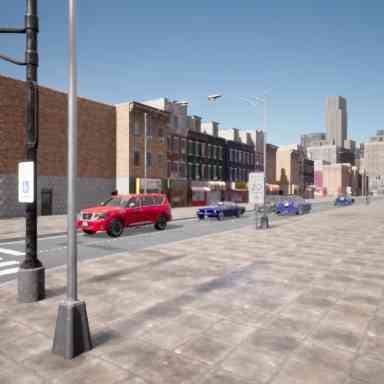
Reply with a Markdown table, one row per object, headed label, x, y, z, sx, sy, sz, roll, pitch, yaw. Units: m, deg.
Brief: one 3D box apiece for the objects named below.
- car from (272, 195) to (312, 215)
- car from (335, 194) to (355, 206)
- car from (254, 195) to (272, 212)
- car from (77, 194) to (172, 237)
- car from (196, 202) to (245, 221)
| label | x | y | z | sx | sy | sz | roll | pitch | yaw |
| --- | --- | --- | --- | --- | --- | --- | --- | --- | --- |
| car | 9.542 | 1.153 | 30.865 | 2.097 | 1.767 | 4.553 | 0 | 0 | 35 |
| car | 22.828 | 1.071 | 49.519 | 2.097 | 1.767 | 4.553 | 0 | 0 | 35 |
| car | 8.087 | 1.140 | 33.885 | 2.097 | 1.767 | 4.553 | 0 | 0 | 36 |
| car | -3.394 | 1.118 | 17.779 | 2.150 | 2.045 | 5.566 | 0 | 0 | 35 |
| car | 2.284 | 1.436 | 25.766 | 1.895 | 1.301 | 4.718 | 0 | 0 | 35 |
